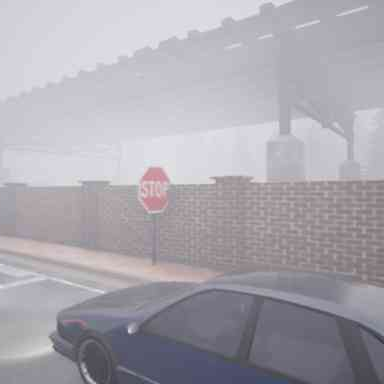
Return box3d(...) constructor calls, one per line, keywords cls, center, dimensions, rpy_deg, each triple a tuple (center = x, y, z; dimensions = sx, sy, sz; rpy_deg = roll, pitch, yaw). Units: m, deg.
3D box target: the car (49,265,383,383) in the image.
box3d(cls="car", center=(0.782, 1.547, 3.436), dimensions=(5.357, 1.411, 2.033), rpy_deg=(0, 0, 35))
